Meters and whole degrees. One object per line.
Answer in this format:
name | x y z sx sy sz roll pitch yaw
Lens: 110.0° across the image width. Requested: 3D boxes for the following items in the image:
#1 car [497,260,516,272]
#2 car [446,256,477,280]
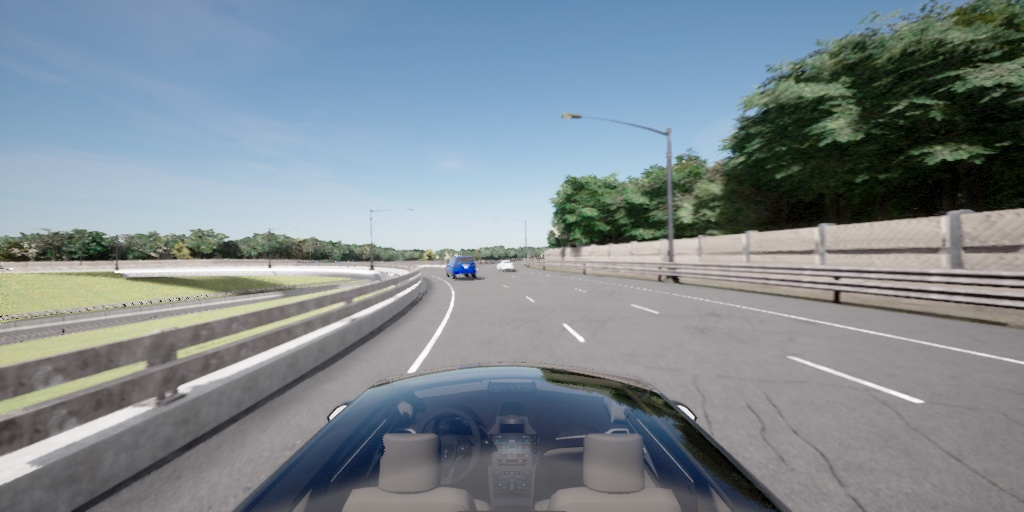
car | -0.845 1.287 47.382 1.812 1.442 4.674 -1 0 -11
car | -4.805 1.060 33.552 2.150 2.045 5.566 -1 0 -18
